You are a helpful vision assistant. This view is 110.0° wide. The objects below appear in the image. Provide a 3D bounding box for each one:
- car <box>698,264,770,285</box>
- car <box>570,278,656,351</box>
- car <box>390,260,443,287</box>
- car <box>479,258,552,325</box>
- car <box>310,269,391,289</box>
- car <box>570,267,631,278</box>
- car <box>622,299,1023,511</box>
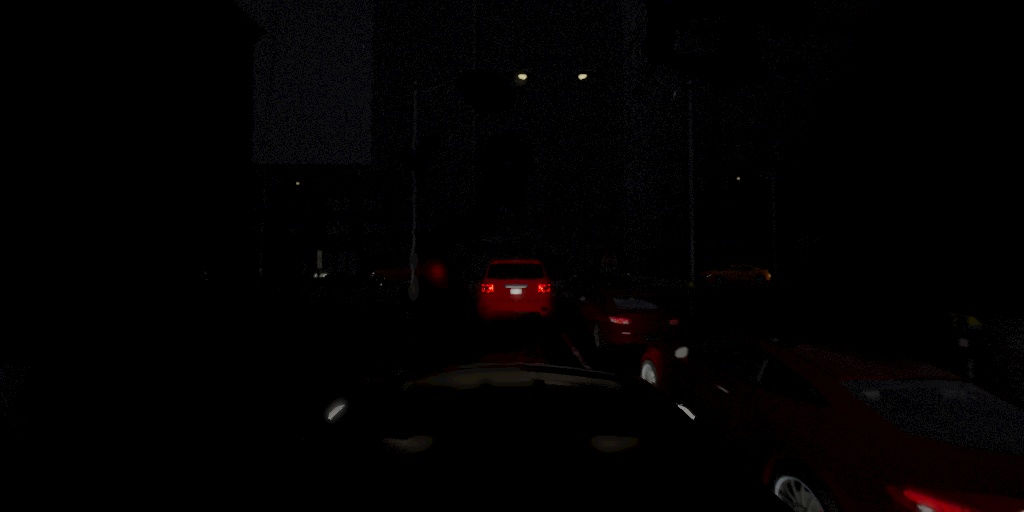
[{"bbox_3d":[17.202,1.405,27.932,5.008,1.535,1.882,-1,-2,0],"label":"car"},{"bbox_3d":[2.645,1.417,8.873,1.802,1.307,4.207,0,0,0],"label":"car"},{"bbox_3d":[-8.321,1.405,28.594,5.566,2.045,2.150,-1,-2,1],"label":"car"},{"bbox_3d":[0.111,1.099,12.492,2.150,2.045,5.566,0,-1,0],"label":"car"},{"bbox_3d":[-11.348,1.712,25.123,4.718,1.301,1.895,-1,-2,0],"label":"car"},{"bbox_3d":[6.854,1.545,27.987,4.674,1.442,1.812,0,-2,0],"label":"car"},{"bbox_3d":[2.639,1.353,3.435,1.802,1.307,4.207,0,0,0],"label":"car"}]
